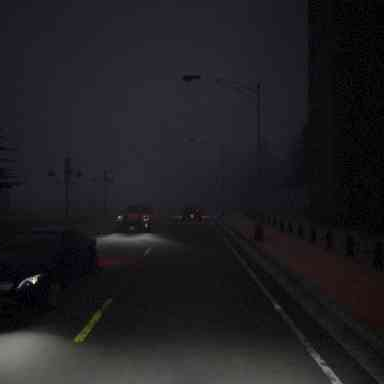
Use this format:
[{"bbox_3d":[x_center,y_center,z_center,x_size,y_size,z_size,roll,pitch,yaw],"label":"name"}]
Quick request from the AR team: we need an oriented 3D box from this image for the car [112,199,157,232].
[{"bbox_3d":[-3.565,1.590,21.948,2.097,1.767,4.553,0,0,0],"label":"car"}]

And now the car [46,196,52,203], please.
[{"bbox_3d":[-36.007,2.247,85.734,4.514,1.523,2.007,0,-1,0],"label":"car"}]

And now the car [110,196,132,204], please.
[{"bbox_3d":[-17.480,1.974,79.410,4.605,1.855,1.932,0,-1,0],"label":"car"}]

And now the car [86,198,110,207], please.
[{"bbox_3d":[-17.561,2.050,60.824,3.633,1.501,1.845,0,-1,0],"label":"car"}]

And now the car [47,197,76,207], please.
[{"bbox_3d":[-24.991,2.094,63.782,3.806,1.475,1.970,0,-1,0],"label":"car"}]

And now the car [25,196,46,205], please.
[{"bbox_3d":[-36.019,2.161,75.741,3.633,1.501,1.845,0,-1,0],"label":"car"}]

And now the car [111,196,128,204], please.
[{"bbox_3d":[-17.902,1.985,82.314,3.866,1.878,1.905,0,-1,0],"label":"car"}]

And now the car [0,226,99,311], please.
[{"bbox_3d":[-3.618,1.615,8.086,1.812,1.442,4.674,0,-1,0],"label":"car"}]

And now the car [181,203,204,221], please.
[{"bbox_3d":[0.013,1.842,31.138,1.837,1.490,4.892,0,-1,0],"label":"car"}]
